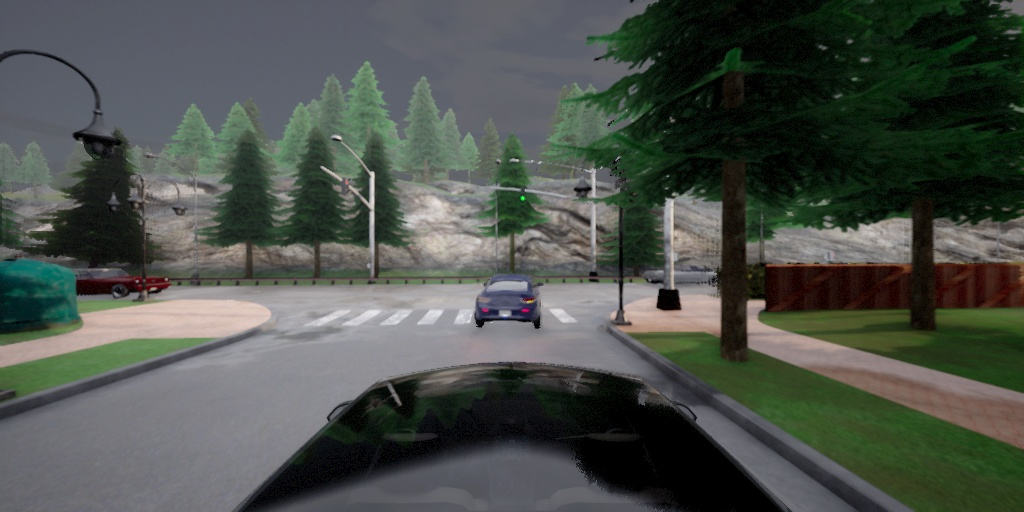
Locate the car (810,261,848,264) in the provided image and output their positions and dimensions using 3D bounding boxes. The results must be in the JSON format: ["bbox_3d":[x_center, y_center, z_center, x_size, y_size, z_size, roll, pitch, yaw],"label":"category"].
[{"bbox_3d":[19.906,1.046,22.880,4.902,1.511,2.128,0,0,-4],"label":"car"}]

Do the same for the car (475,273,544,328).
[{"bbox_3d":[0.009,1.262,11.350,1.812,1.442,4.674,0,1,5],"label":"car"}]

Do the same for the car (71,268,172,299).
[{"bbox_3d":[-18.681,1.214,16.356,4.718,1.301,1.895,0,0,-4],"label":"car"}]

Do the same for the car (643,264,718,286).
[{"bbox_3d":[10.660,1.169,22.206,4.718,1.301,1.895,0,0,-4],"label":"car"}]
